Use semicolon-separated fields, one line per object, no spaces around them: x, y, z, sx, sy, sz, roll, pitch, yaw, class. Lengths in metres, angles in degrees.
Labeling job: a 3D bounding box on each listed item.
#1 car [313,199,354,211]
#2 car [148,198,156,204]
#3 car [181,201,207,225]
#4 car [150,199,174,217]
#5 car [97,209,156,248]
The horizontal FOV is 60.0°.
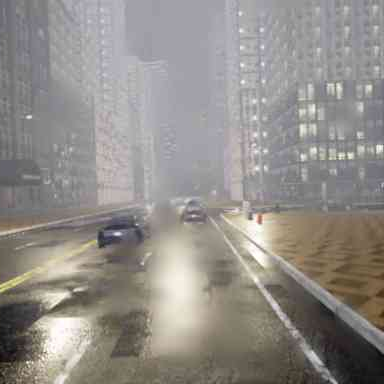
15.988;1.452;37.636;4.403;1.369;2.008;-1;0;-1;car
-9.550;2.254;81.606;1.837;1.490;4.892;-2;0;0;car
0.132;1.691;25.802;1.994;1.385;4.181;-2;0;0;car
-3.073;1.857;36.874;1.882;1.535;5.008;-1;0;0;car
-3.144;1.757;16.090;1.994;1.385;4.181;-2;0;0;car
